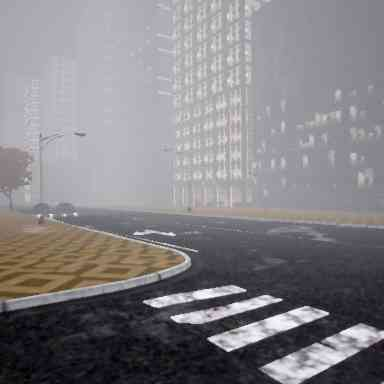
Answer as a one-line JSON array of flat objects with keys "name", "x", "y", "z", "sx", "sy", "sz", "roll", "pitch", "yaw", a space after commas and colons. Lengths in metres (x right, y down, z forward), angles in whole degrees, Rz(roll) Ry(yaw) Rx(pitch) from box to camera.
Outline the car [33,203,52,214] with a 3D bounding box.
[{"name": "car", "x": -21.648, "y": 2.415, "z": 48.143, "sx": 1.837, "sy": 1.490, "sz": 4.892, "roll": -1, "pitch": -1, "yaw": -35}]

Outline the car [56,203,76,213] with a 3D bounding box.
[{"name": "car", "x": -18.979, "y": 2.334, "z": 49.997, "sx": 1.882, "sy": 1.535, "sz": 5.008, "roll": -1, "pitch": -1, "yaw": -35}]
